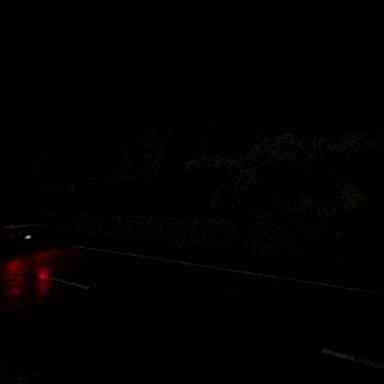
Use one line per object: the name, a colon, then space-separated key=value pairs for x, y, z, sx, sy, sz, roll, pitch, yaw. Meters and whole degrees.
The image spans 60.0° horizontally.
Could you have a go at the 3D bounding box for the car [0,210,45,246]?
car: x=-8.183 y=1.508 z=14.005 sx=4.902 sy=1.511 sz=2.128 roll=0 pitch=0 yaw=35
